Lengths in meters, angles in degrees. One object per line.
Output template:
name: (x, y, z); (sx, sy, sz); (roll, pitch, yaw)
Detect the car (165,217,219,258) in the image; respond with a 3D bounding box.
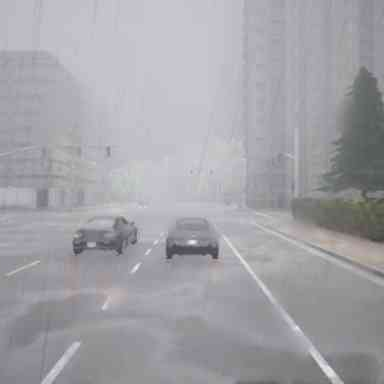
car: (0.021, 1.715, 13.475); (1.994, 1.385, 4.181); (0, -1, 0)

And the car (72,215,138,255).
car: (-3.477, 1.681, 13.879); (1.812, 1.442, 4.674); (0, 0, 0)

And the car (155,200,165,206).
car: (-6.985, 2.343, 72.480); (2.033, 1.411, 5.357); (0, -1, 0)

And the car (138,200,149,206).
car: (-10.485, 2.343, 72.482); (2.033, 1.411, 5.357); (0, -1, 0)
